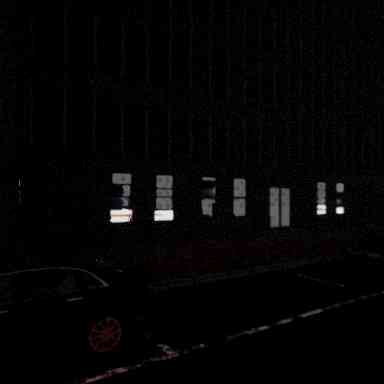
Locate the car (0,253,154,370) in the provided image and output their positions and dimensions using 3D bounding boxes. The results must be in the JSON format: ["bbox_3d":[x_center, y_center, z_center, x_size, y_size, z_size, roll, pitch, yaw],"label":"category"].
[{"bbox_3d":[-2.672,1.608,4.581,4.403,1.369,2.008,1,-1,-34],"label":"car"}]

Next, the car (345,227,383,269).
[{"bbox_3d":[6.803,1.781,10.889,4.206,1.307,1.802,1,-1,-34],"label":"car"}]
